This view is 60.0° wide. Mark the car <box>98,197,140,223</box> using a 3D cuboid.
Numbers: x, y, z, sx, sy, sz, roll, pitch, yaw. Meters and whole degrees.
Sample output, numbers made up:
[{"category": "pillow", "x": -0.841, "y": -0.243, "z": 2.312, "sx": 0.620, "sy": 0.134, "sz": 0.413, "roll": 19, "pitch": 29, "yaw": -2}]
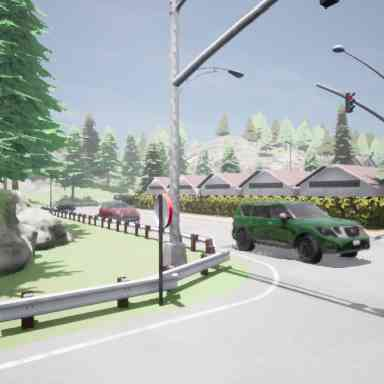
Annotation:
[{"category": "car", "x": -5.980, "y": 1.543, "z": 27.071, "sx": 2.097, "sy": 1.767, "sz": 4.553, "roll": 0, "pitch": 0, "yaw": -35}]

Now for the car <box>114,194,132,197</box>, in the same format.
[{"category": "car", "x": -10.431, "y": 1.398, "z": 54.080, "sx": 2.150, "sy": 2.045, "sz": 5.566, "roll": 0, "pitch": 0, "yaw": 37}]

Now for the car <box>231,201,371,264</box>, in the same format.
[{"category": "car", "x": 3.735, "y": 1.349, "z": 12.693, "sx": 2.150, "sy": 2.045, "sz": 5.566, "roll": 0, "pitch": -3, "yaw": -29}]

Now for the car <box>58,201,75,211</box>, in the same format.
[{"category": "car", "x": -16.051, "y": 1.785, "z": 42.555, "sx": 1.895, "sy": 1.301, "sz": 4.718, "roll": 0, "pitch": 0, "yaw": -17}]
